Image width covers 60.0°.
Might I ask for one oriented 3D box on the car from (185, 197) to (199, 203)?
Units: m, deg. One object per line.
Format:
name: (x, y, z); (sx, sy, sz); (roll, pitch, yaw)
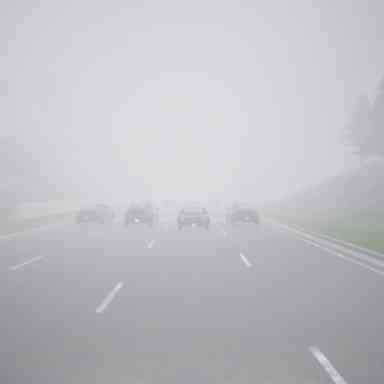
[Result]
car: (0.037, 1.491, 50.270); (2.128, 1.511, 4.902); (0, 0, 3)

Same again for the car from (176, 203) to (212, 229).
car: (0.100, 1.600, 21.390); (1.895, 1.301, 4.718); (0, 0, 0)

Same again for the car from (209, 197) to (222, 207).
car: (3.623, 1.476, 51.241); (1.882, 1.535, 5.008); (0, 0, 4)

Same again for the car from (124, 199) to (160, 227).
car: (-3.400, 1.504, 22.922); (1.837, 1.490, 4.892); (0, 0, 0)

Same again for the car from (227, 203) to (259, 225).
car: (3.587, 1.525, 23.958); (1.812, 1.442, 4.674); (0, 0, 0)

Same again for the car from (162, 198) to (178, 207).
car: (-3.389, 1.599, 51.949); (1.895, 1.301, 4.718); (0, 0, 4)

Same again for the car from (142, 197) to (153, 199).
car: (-6.893, 1.505, 51.986); (1.837, 1.490, 4.892); (0, 0, 4)

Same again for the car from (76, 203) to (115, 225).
car: (-6.913, 1.525, 23.958); (1.812, 1.442, 4.674); (0, 0, 0)
